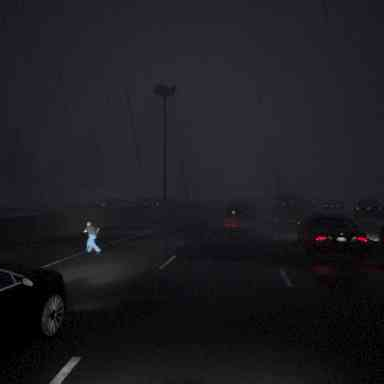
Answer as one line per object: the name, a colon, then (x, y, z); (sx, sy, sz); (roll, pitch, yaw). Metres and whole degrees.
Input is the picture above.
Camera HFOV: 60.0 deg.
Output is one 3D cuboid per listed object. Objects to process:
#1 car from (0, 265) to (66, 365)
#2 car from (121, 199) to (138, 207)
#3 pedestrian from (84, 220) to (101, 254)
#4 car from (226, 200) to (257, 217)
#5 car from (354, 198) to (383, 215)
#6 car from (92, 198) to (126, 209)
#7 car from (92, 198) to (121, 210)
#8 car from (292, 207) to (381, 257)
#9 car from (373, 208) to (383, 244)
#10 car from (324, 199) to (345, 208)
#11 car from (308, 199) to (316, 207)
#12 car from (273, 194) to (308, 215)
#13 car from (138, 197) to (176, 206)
car: (-3.106, 1.491, 3.690); (2.128, 1.511, 4.902); (0, 0, 3)
car: (-6.163, 1.507, 41.164); (1.837, 1.490, 4.892); (0, -1, 29)
pedestrian: (-3.608, 1.574, 12.041); (0.375, 1.300, 0.375); (0, 0, 11)
car: (4.727, 1.504, 31.282); (1.837, 1.490, 4.892); (0, 0, 26)
car: (15.056, 1.353, 28.410); (2.097, 1.767, 4.553); (0, 0, 27)
car: (-11.441, 1.525, 46.103); (1.812, 1.442, 4.674); (0, 0, 29)
car: (-10.123, 1.477, 41.186); (1.882, 1.535, 5.008); (0, 0, 28)
car: (5.295, 1.548, 13.028); (2.033, 1.411, 5.357); (0, 0, 12)
car: (8.932, 1.564, 13.013); (1.994, 1.385, 4.181); (0, 0, 13)
car: (16.496, 1.547, 38.548); (2.033, 1.411, 5.357); (0, 0, 29)
car: (14.233, 1.564, 41.679); (1.994, 1.385, 4.181); (0, 0, 28)
car: (9.774, 1.221, 33.444); (2.150, 2.045, 5.566); (0, 0, 28)
car: (-3.680, 1.351, 38.404); (2.097, 1.767, 4.553); (0, 0, 29)
